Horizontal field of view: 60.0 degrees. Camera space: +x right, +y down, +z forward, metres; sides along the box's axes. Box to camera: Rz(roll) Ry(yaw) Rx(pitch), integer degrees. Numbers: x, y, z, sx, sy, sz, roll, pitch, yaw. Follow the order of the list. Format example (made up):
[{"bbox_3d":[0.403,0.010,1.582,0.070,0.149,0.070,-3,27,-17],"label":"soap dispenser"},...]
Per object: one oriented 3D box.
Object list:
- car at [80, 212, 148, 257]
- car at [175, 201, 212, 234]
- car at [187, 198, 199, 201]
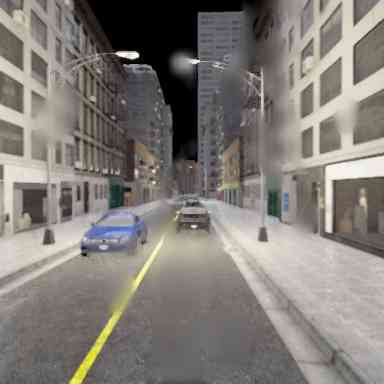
[{"bbox_3d":[-2.847,1.528,13.048,1.812,1.442,4.674,0,0,0],"label":"car"},{"bbox_3d":[0.105,1.510,19.369,1.837,1.490,4.892,0,0,0],"label":"car"},{"bbox_3d":[0.110,1.524,39.425,1.837,1.490,4.892,0,0,0],"label":"car"}]
